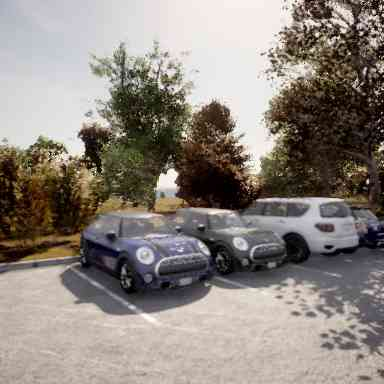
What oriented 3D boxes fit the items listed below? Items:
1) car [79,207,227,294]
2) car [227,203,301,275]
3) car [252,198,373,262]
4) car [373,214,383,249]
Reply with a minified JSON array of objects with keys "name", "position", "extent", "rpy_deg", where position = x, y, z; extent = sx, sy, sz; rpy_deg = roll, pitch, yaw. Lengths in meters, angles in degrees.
[{"name":"car","position":[-1.435,1.353,9.074],"extent":[2.185,1.767,4.553],"rpy_deg":[0,0,-35]},{"name":"car","position":[0.832,1.352,10.691],"extent":[2.185,1.767,4.553],"rpy_deg":[0,0,-35]},{"name":"car","position":[3.203,1.226,12.379],"extent":[2.435,2.045,5.566],"rpy_deg":[0,0,-36]},{"name":"car","position":[5.505,1.351,13.947],"extent":[2.185,1.767,4.553],"rpy_deg":[0,0,-35]}]
